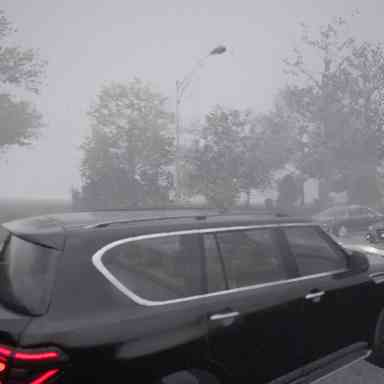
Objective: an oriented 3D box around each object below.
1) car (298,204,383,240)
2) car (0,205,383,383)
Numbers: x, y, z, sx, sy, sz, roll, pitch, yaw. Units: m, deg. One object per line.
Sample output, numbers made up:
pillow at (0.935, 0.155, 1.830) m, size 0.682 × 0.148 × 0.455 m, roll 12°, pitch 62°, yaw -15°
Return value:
car at (7.948, 1.459, 17.303) m, size 4.892 × 1.490 × 1.837 m, roll 0°, pitch 0°, yaw -30°
car at (0.527, 1.212, 4.050) m, size 5.566 × 2.045 × 2.150 m, roll 0°, pitch 0°, yaw -35°
